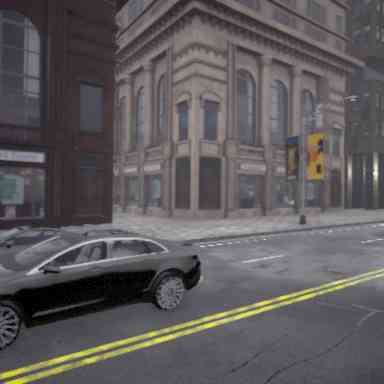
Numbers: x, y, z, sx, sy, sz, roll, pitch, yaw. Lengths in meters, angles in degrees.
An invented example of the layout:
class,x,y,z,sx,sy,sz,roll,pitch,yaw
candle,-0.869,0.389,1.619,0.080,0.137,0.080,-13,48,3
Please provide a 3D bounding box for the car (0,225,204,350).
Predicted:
class,x,y,z,sx,sy,sz,roll,pitch,yaw
car,-2.062,1.495,6.207,4.902,1.511,2.128,0,0,-35

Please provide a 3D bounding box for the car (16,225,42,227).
class,x,y,z,sx,sy,sz,roll,pitch,yaw
car,-4.340,1.567,8.572,4.181,1.385,1.994,0,0,-35
